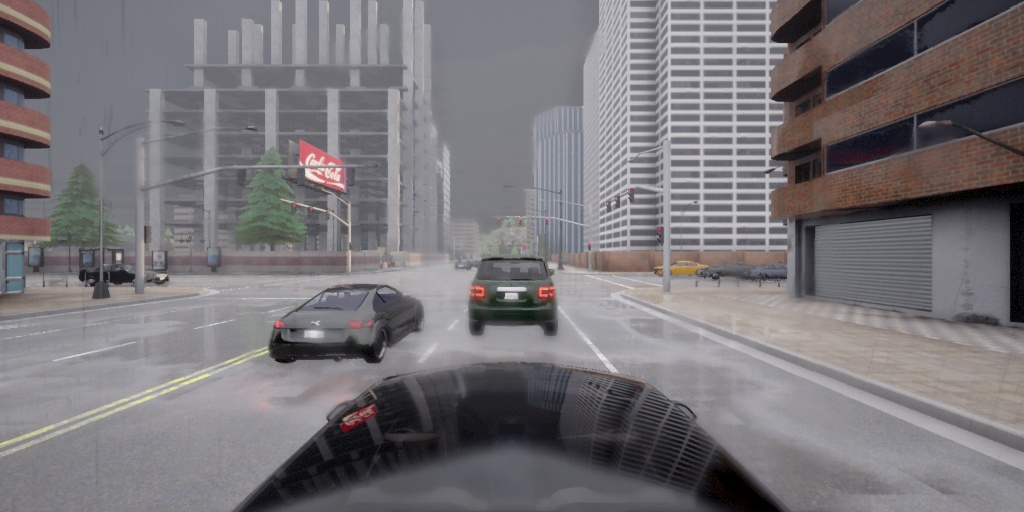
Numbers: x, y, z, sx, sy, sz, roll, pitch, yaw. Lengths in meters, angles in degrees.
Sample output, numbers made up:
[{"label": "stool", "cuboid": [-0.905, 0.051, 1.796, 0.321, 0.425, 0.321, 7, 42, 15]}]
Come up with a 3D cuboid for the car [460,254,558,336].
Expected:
[{"label": "car", "cuboid": [0.102, 0.971, 10.543, 2.150, 2.045, 5.566, 0, 0, 2]}]

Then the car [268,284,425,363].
[{"label": "car", "cuboid": [-3.375, 1.314, 8.156, 1.994, 1.385, 4.181, 0, 0, 0]}]

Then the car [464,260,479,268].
[{"label": "car", "cuboid": [-6.742, 1.314, 60.695, 1.994, 1.385, 4.181, 0, 0, 1]}]

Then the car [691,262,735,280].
[{"label": "car", "cuboid": [18.782, 1.241, 31.245, 4.902, 1.511, 2.128, 0, 0, 0]}]

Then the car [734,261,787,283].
[{"label": "car", "cuboid": [19.995, 1.314, 27.582, 4.181, 1.385, 1.994, 0, 0, 0]}]

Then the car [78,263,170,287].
[{"label": "car", "cuboid": [-25.911, 1.241, 24.062, 4.902, 1.511, 2.128, 0, 0, 0]}]

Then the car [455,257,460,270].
[{"label": "car", "cuboid": [-6.822, 1.241, 50.693, 2.128, 1.511, 4.902, 0, 0, 0]}]

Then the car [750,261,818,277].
[{"label": "car", "cuboid": [26.241, 1.241, 34.733, 4.902, 1.511, 2.128, 0, 0, 0]}]

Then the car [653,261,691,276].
[{"label": "car", "cuboid": [16.305, 1.227, 34.746, 5.008, 1.535, 1.882, 0, 0, 0]}]
